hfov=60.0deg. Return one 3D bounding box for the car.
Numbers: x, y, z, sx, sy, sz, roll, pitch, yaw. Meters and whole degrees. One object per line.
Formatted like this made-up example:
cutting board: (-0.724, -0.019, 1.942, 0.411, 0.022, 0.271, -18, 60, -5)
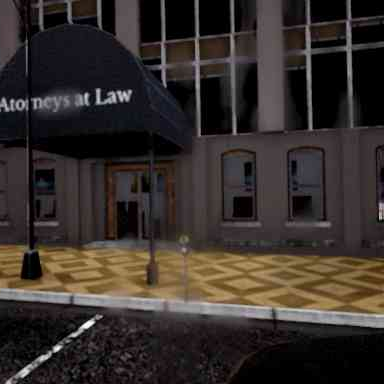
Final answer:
car: (2.507, 1.531, 2.063, 4.674, 1.442, 1.812, 0, 0, 12)
